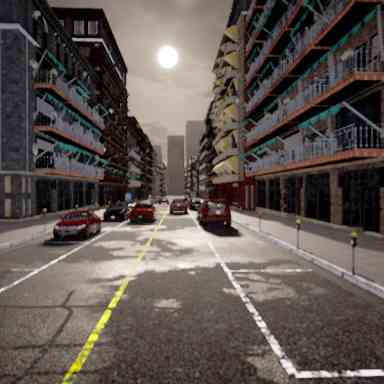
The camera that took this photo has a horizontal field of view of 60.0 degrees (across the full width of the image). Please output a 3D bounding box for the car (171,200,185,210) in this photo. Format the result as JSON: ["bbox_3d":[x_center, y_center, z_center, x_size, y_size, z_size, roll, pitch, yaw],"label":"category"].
[{"bbox_3d":[-2.035,1.835,49.310,1.895,1.301,4.718,0,0,-2],"label":"car"}]

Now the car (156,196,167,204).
[{"bbox_3d":[-5.653,1.924,67.966,1.994,1.385,4.181,0,0,-2],"label":"car"}]

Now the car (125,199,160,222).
[{"bbox_3d":[-3.983,1.605,27.474,1.882,1.535,5.008,0,0,-2],"label":"car"}]

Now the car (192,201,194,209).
[{"bbox_3d":[1.319,1.685,29.231,2.008,1.369,4.403,-1,0,-2],"label":"car"}]

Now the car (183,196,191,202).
[{"bbox_3d":[-1.356,1.895,91.481,1.967,1.590,4.097,-1,0,-2],"label":"car"}]

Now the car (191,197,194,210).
[{"bbox_3d":[0.580,1.784,46.208,1.947,1.339,4.313,-1,0,-2],"label":"car"}]

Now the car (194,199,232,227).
[{"bbox_3d":[1.562,1.423,23.574,2.192,1.841,5.009,-1,0,-2],"label":"car"}]

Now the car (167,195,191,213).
[{"bbox_3d":[-1.577,1.538,39.549,2.097,1.767,4.553,0,0,-2],"label":"car"}]

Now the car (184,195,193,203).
[{"bbox_3d":[-0.880,1.709,80.164,2.192,1.841,5.009,-1,0,-2],"label":"car"}]

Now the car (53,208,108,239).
[{"bbox_3d":[-6.044,1.665,17.951,1.802,1.307,4.206,-1,0,-2],"label":"car"}]

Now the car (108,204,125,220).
[{"bbox_3d":[-6.536,1.702,29.242,1.947,1.339,4.313,-1,0,-2],"label":"car"}]

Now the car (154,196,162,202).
[{"bbox_3d":[-9.242,1.896,91.347,1.967,1.590,4.097,-1,0,-2],"label":"car"}]

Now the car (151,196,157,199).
[{"bbox_3d":[-8.750,1.835,80.055,1.967,1.590,4.097,-1,0,-2],"label":"car"}]
